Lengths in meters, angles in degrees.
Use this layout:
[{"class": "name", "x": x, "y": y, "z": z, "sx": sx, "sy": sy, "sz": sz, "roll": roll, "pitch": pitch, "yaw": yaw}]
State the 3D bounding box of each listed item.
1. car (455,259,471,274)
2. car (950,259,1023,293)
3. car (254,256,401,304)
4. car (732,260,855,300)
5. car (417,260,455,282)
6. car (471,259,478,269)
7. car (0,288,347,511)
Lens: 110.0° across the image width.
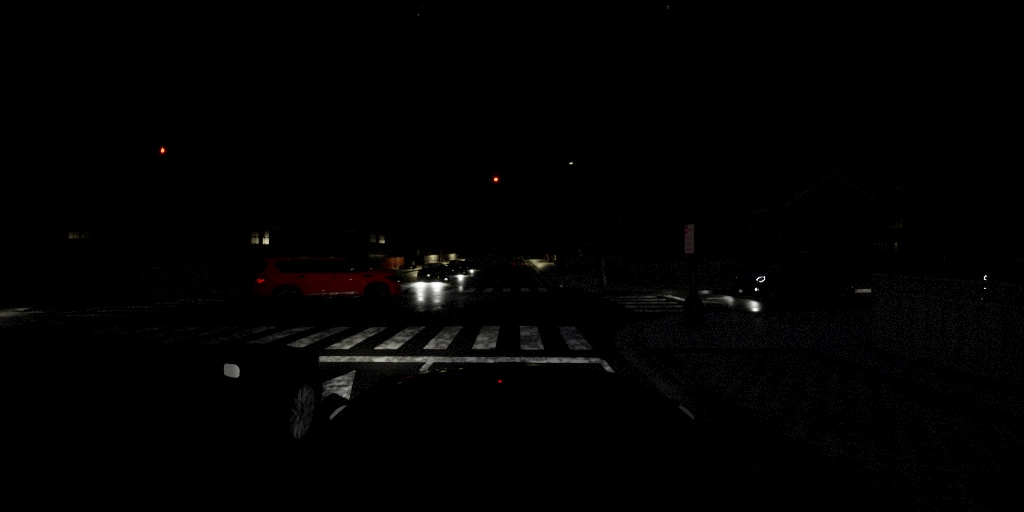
[{"class": "car", "x": -5.964, "y": 1.166, "z": 38.776, "sx": 1.812, "sy": 1.442, "sz": 4.674, "roll": 0, "pitch": 0, "yaw": 1}, {"class": "car", "x": 22.720, "y": 0.914, "z": 16.451, "sx": 4.553, "sy": 1.767, "sz": 2.097, "roll": 0, "pitch": 0, "yaw": 0}, {"class": "car", "x": -7.732, "y": 1.028, "z": 15.464, "sx": 5.566, "sy": 2.045, "sz": 2.150, "roll": -1, "pitch": 1, "yaw": -23}, {"class": "car", "x": 12.647, "y": 0.994, "z": 16.349, "sx": 4.553, "sy": 1.767, "sz": 2.097, "roll": 0, "pitch": 0, "yaw": -1}, {"class": "car", "x": -6.137, "y": 1.251, "z": 28.484, "sx": 1.994, "sy": 1.385, "sz": 4.181, "roll": 0, "pitch": 0, "yaw": 1}, {"class": "car", "x": -5.767, "y": 1.061, "z": 49.419, "sx": 2.033, "sy": 1.411, "sz": 5.357, "roll": 0, "pitch": 1, "yaw": 2}, {"class": "car", "x": -3.153, "y": 1.228, "z": 2.192, "sx": 1.882, "sy": 1.535, "sz": 5.008, "roll": 0, "pitch": 0, "yaw": 1}]
